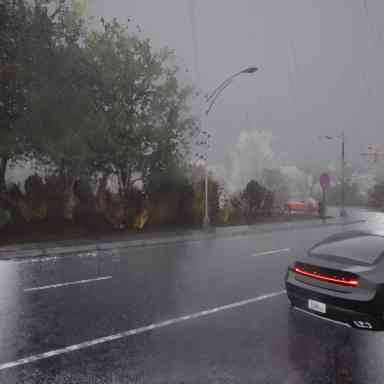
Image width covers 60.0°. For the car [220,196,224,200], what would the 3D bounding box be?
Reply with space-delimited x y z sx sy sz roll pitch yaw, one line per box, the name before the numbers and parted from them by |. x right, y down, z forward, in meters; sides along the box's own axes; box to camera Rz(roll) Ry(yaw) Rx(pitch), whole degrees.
car | 5.962 1.395 67.369 1.994 1.385 4.181 0 1 -33

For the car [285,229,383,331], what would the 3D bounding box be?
car | 3.891 1.505 6.513 4.892 1.490 1.837 0 0 -35

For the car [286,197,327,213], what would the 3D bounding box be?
car | 12.566 1.352 36.862 2.097 1.767 4.553 0 0 -32
